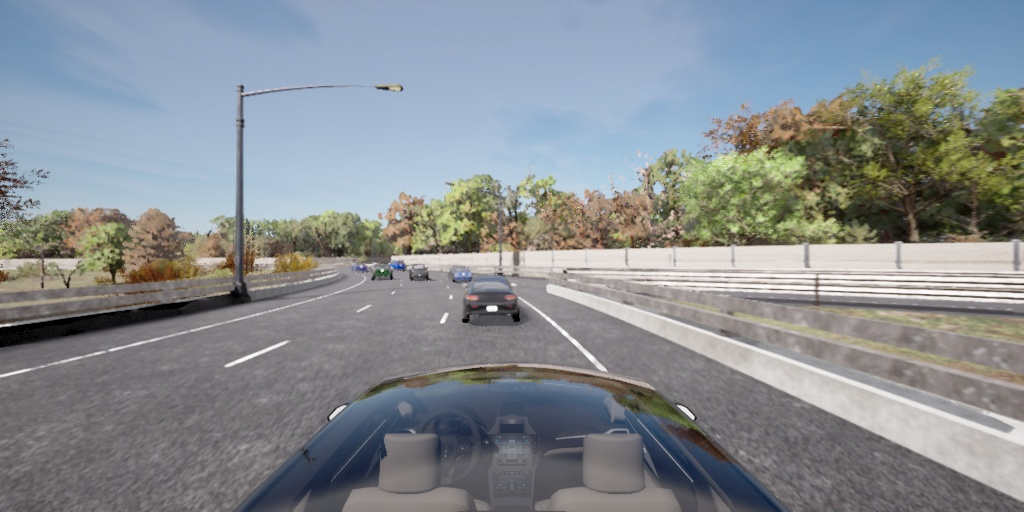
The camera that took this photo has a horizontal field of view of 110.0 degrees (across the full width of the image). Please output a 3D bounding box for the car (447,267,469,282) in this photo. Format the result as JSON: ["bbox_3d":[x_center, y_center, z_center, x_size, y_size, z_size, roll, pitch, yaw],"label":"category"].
[{"bbox_3d":[-5.018,1.719,34.149,2.033,1.411,5.357,0,-1,-17],"label":"car"}]

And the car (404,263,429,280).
[{"bbox_3d":[-9.986,1.731,38.028,2.128,1.511,4.902,0,-1,-19],"label":"car"}]

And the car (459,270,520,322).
[{"bbox_3d":[-0.804,1.418,12.908,1.812,1.442,4.674,0,-1,-5],"label":"car"}]

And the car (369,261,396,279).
[{"bbox_3d":[-14.422,1.628,39.836,2.097,1.767,4.553,0,-1,-21],"label":"car"}]
